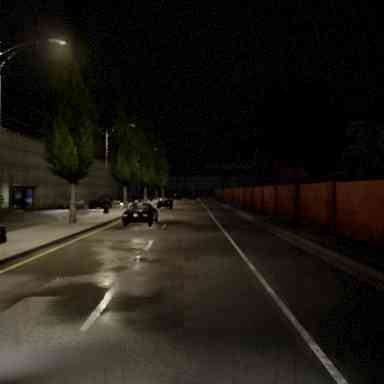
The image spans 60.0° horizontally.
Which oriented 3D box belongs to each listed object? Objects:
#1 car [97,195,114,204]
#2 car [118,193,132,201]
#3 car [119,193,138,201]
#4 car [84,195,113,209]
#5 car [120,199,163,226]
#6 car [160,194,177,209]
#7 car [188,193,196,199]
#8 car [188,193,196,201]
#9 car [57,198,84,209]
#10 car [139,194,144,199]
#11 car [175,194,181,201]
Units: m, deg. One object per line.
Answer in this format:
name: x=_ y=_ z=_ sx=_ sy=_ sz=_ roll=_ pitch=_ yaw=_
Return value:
car: x=-15.033 y=1.270 z=58.153 sx=1.812 sy=1.442 sz=4.674 roll=0 pitch=0 yaw=1
car: x=-14.986 y=1.011 z=74.450 sx=2.097 sy=1.767 sz=4.553 roll=0 pitch=0 yaw=0
car: x=-11.520 y=1.263 z=59.683 sx=1.812 sy=1.442 sz=4.674 roll=0 pitch=0 yaw=1
car: x=-11.581 y=1.361 z=42.447 sx=2.033 sy=1.411 sz=5.357 roll=0 pitch=0 yaw=0
car: x=-3.395 y=1.448 z=22.488 sx=2.033 sy=1.411 sz=5.357 roll=0 pitch=0 yaw=0
car: x=-3.392 y=1.362 z=42.231 sx=2.033 sy=1.411 sz=5.357 roll=0 pitch=0 yaw=0
car: x=0.016 y=1.089 z=83.675 sx=1.812 sy=1.442 sz=4.674 roll=0 pitch=0 yaw=0
car: x=0.014 y=1.160 z=73.417 sx=1.837 sy=1.490 sz=4.892 roll=0 pitch=0 yaw=0
car: x=-15.081 y=1.418 z=41.618 sx=1.895 sy=1.301 sz=4.718 roll=0 pitch=0 yaw=0
car: x=-11.486 y=1.161 z=75.379 sx=2.033 sy=1.411 sz=5.357 roll=0 pitch=0 yaw=0
car: x=-3.486 y=1.192 z=75.769 sx=2.128 sy=1.511 sz=4.902 roll=0 pitch=0 yaw=0
